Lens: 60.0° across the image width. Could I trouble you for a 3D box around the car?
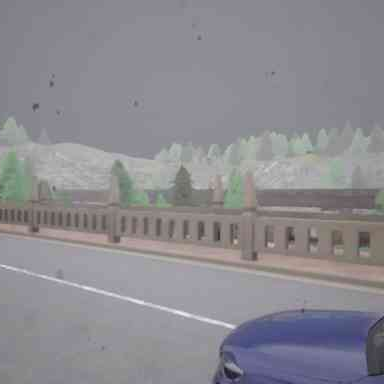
[{"bbox_3d":[2.357,1.526,2.311,4.674,1.442,1.812,0,0,36],"label":"car"}]
